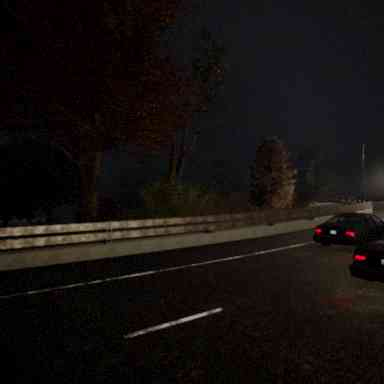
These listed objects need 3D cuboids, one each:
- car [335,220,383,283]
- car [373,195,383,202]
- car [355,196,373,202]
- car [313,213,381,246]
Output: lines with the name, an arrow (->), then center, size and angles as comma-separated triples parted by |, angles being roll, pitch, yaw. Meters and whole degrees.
car -> 6.162, 1.585, 8.893 | 5.357, 1.411, 2.033 | 0, 0, -41
car -> 43.228, 1.509, 77.348 | 2.097, 1.767, 4.553 | 0, 0, 5
car -> 39.765, 1.669, 77.864 | 1.837, 1.490, 4.892 | 0, 0, 5
car -> 7.260, 1.617, 14.629 | 5.357, 1.411, 2.033 | 0, 0, -44
